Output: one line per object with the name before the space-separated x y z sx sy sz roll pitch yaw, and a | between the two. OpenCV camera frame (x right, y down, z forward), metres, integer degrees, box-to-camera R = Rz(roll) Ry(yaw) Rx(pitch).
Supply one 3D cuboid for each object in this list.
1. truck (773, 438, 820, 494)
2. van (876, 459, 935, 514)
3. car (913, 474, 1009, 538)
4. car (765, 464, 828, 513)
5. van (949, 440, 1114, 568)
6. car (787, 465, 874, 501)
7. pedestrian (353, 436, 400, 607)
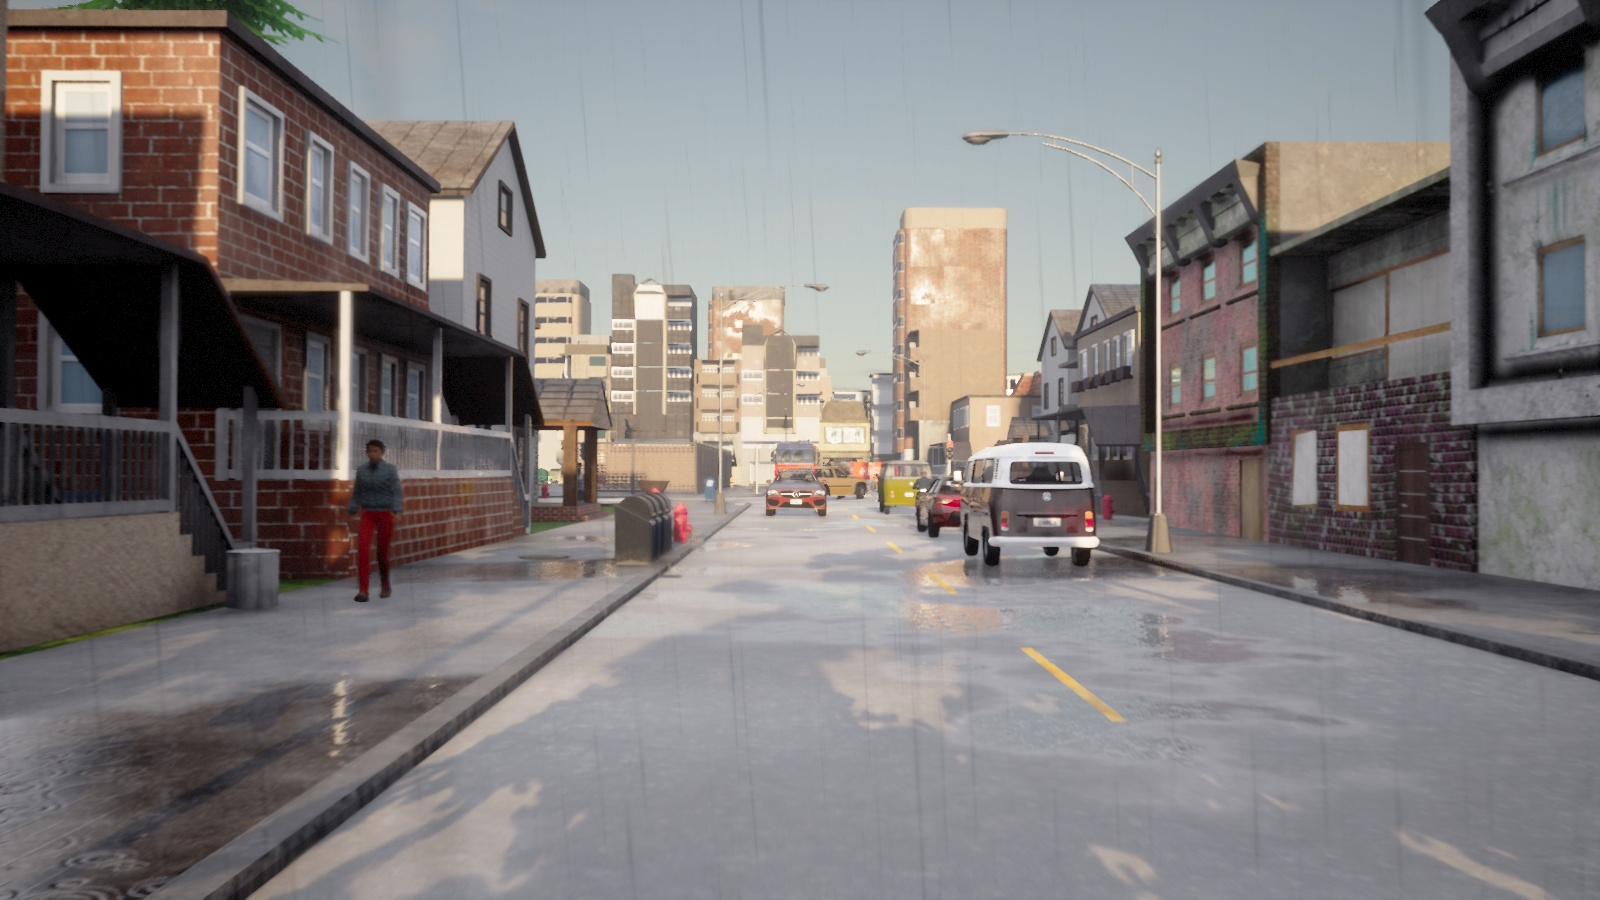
truck | -0.157 1.152 89.682 2.891 3.827 8.468 0 -1 3
van | 3.888 1.339 47.046 1.775 1.987 4.442 0 -1 -1
car | 3.919 1.335 31.225 1.816 1.474 4.193 0 -1 0
car | -0.114 1.348 45.082 2.152 1.651 5.027 0 -1 0
van | 3.941 0.894 22.196 2.069 2.038 4.480 0 -1 0
car | 1.671 1.759 67.775 4.605 1.855 1.932 1 0 -40
pedestrian | -4.684 0.776 13.911 0.353 1.847 0.614 0 -1 -4
